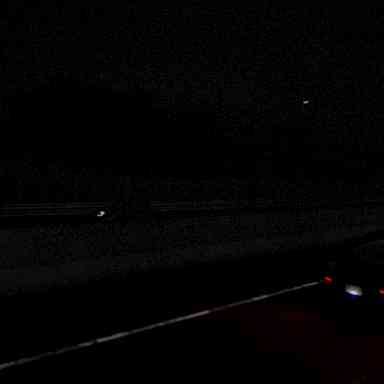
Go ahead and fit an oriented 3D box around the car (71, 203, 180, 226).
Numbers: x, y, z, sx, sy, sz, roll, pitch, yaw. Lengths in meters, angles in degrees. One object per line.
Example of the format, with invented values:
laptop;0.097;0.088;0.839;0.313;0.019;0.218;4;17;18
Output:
car;-2.834;1.471;14.783;5.008;1.535;1.882;0;0;-35

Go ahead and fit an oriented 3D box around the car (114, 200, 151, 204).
car;-4.526;1.340;22.140;4.553;1.767;2.097;0;0;-35

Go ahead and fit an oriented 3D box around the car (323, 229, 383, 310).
car;4.667;1.518;7.075;4.674;1.442;1.812;0;0;-35
